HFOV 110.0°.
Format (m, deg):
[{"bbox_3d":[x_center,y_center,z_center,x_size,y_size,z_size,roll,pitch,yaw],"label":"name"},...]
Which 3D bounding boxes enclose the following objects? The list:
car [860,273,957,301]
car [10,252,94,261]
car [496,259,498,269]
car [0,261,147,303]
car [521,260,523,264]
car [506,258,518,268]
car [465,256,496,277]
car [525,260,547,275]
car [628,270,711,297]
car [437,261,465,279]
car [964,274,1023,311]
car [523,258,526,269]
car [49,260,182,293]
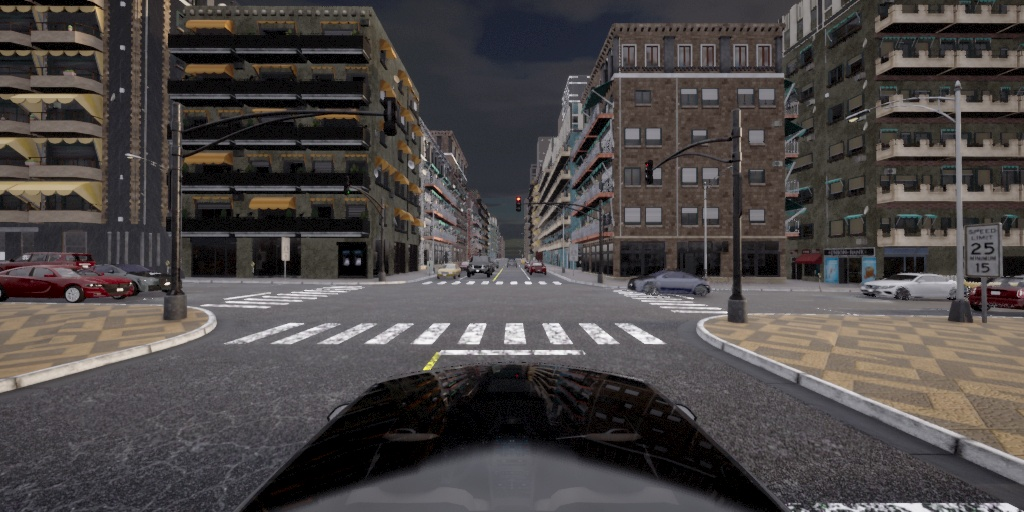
[{"bbox_3d":[22.110,1.662,19.786,4.674,1.442,1.812,1,-1,0],"label":"car"},{"bbox_3d":[-28.641,0.686,21.998,5.009,1.841,2.192,0,0,0],"label":"car"},{"bbox_3d":[-3.087,1.265,45.552,1.837,1.490,4.892,0,0,0],"label":"car"},{"bbox_3d":[-17.259,1.012,13.700,4.507,1.381,1.888,0,0,0],"label":"car"},{"bbox_3d":[2.706,1.346,54.917,1.802,1.307,4.207,0,0,0],"label":"car"},{"bbox_3d":[0.018,1.259,63.775,2.128,1.511,4.902,0,0,0],"label":"car"},{"bbox_3d":[-3.091,0.979,35.247,2.150,2.045,5.566,0,0,0],"label":"car"},{"bbox_3d":[2.701,1.303,38.346,1.888,1.381,4.507,0,0,0],"label":"car"},{"bbox_3d":[8.719,1.482,20.061,4.181,1.385,1.994,1,0,4],"label":"car"},{"bbox_3d":[-5.681,1.282,32.669,1.751,1.417,4.829,0,0,0],"label":"car"},{"bbox_3d":[20.838,1.500,14.011,4.097,1.591,1.967,0,0,0],"label":"car"},{"bbox_3d":[2.703,1.200,43.870,1.967,1.591,4.097,0,0,0],"label":"car"},{"bbox_3d":[-17.674,1.049,16.290,4.181,1.385,1.994,1,-1,-1],"label":"car"}]
